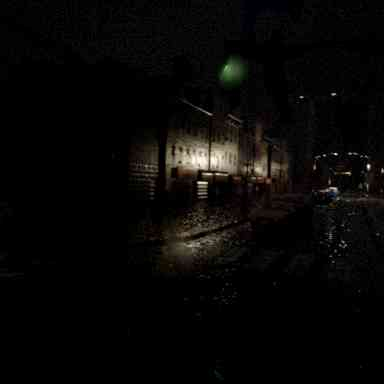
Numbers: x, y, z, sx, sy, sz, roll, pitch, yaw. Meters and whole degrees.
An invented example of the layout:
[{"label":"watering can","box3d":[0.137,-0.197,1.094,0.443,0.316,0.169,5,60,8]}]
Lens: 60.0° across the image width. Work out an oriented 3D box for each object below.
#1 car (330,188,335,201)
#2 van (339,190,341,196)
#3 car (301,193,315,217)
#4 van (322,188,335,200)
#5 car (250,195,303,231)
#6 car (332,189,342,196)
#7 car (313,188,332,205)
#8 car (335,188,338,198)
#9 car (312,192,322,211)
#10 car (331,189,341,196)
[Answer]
[{"label":"car","box3d":[16.727,0.520,42.649,1.967,1.590,4.097,3,2,26]},{"label":"van","box3d":[26.579,0.081,62.786,1.690,1.788,3.998,3,2,26]},{"label":"car","box3d":[6.875,0.981,22.513,1.887,1.381,4.507,3,2,26]},{"label":"van","box3d":[21.655,0.249,52.716,1.690,1.788,3.998,3,2,26]},{"label":"car","box3d":[4.339,1.058,17.325,1.752,1.417,4.829,3,2,26]},{"label":"car","box3d":[33.957,0.060,77.900,1.947,1.339,4.313,3,2,26]},{"label":"car","box3d":[14.265,0.607,37.614,1.967,1.590,4.097,3,2,26]},{"label":"car","box3d":[19.194,0.308,47.680,2.192,1.841,5.009,3,2,26]},{"label":"car","box3d":[9.336,0.927,27.549,1.802,1.307,4.206,3,2,26]},{"label":"car","box3d":[31.422,0.103,72.711,1.752,1.417,4.829,3,2,26]}]
